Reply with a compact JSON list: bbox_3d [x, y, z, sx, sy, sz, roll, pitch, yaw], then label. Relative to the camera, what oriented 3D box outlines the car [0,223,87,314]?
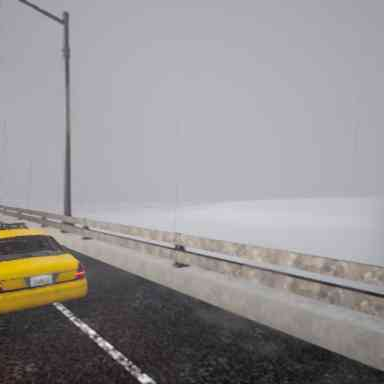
[{"bbox_3d":[-4.122,1.479,7.620,1.801,1.575,5.366,0,0,-38],"label":"car"}]
